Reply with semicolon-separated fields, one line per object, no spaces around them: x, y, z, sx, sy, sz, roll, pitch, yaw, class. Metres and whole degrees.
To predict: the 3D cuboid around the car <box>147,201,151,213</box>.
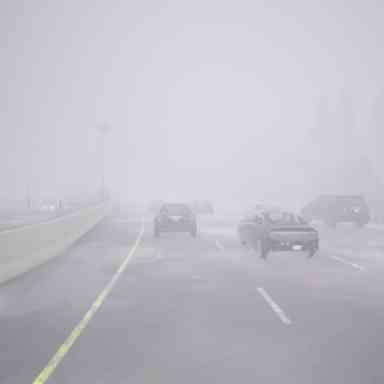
-3.923;1.497;37.068;2.033;1.411;5.357;0;0;-12;car

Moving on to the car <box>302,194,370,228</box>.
9.184;1.167;21.809;2.150;2.045;5.566;0;0;-7;car

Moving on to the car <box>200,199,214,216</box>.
0.741;1.440;31.110;2.128;1.511;4.902;0;0;-10;car

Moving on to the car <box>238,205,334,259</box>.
3.025;1.465;12.509;2.128;1.511;4.902;0;0;-4;car

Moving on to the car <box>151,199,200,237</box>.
-0.988;1.325;18.108;2.097;1.767;4.553;0;0;-5;car
